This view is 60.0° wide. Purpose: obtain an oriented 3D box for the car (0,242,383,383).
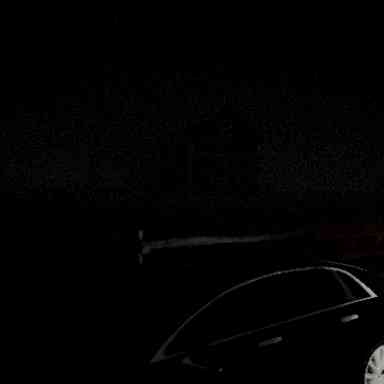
[{"bbox_3d":[0.258,1.377,3.460,4.892,1.490,1.837,0,2,-28],"label":"car"}]
